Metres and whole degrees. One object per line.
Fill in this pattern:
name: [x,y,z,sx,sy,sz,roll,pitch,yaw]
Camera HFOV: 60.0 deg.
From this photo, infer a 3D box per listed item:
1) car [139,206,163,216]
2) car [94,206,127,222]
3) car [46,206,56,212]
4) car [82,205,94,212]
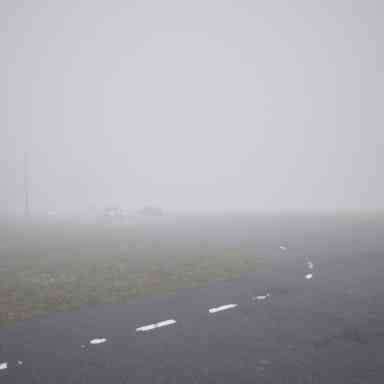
car: [-5.818,2.615,46.400,1.994,1.385,4.181,-2,0,-35]
car: [-9.519,2.519,39.459,2.097,1.767,4.553,-2,0,-36]
car: [-32.184,3.871,75.995,2.128,1.511,4.902,-2,-1,-28]
car: [-20.630,3.339,67.278,2.033,1.411,5.357,-2,0,-35]
